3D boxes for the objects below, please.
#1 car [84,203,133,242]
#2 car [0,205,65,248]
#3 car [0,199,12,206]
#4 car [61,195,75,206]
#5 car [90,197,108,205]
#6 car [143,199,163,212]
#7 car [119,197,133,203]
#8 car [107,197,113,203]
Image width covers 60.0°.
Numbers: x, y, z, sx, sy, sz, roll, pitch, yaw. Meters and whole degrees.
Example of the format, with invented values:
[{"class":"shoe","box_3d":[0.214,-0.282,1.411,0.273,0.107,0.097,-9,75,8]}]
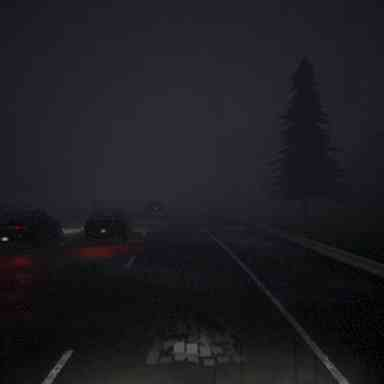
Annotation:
[{"class":"car","box_3d":[-4.114,1.547,16.966,1.882,1.535,5.008,-1,0,-6]},{"class":"car","box_3d":[-7.461,1.614,15.280,2.128,1.511,4.902,-1,0,-6]},{"class":"car","box_3d":[-34.512,2.055,61.426,1.837,1.490,4.892,-1,0,-24]},{"class":"car","box_3d":[-23.241,1.606,62.450,2.150,2.045,5.566,0,0,-24]},{"class":"car","box_3d":[-14.660,1.846,51.425,1.895,1.301,4.718,-1,0,-20]},{"class":"car","box_3d":[-4.658,1.588,39.870,1.837,1.490,4.892,0,0,-14]},{"class":"car","box_3d":[-12.805,1.696,64.508,1.882,1.535,5.008,0,0,-23]},{"class":"car","box_3d":[-16.321,1.780,63.764,1.837,1.490,4.892,0,0,-24]}]
